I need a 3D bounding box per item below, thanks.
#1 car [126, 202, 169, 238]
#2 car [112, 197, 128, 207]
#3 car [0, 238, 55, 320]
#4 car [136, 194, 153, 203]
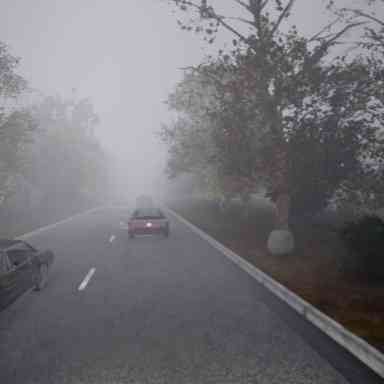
[{"bbox_3d":[-2.297,1.487,17.458,1.994,1.385,4.181,-1,0,-8],"label":"car"},{"bbox_3d":[-10.351,1.391,48.069,1.994,1.385,4.181,-1,0,-8],"label":"car"},{"bbox_3d":[-4.093,1.634,6.117,1.895,1.301,4.718,-1,0,-8],"label":"car"},{"bbox_3d":[-6.328,1.139,44.357,2.097,1.767,4.553,-1,0,-9],"label":"car"}]
